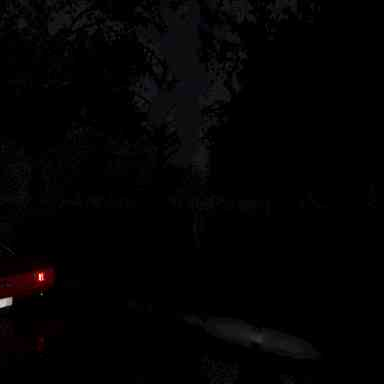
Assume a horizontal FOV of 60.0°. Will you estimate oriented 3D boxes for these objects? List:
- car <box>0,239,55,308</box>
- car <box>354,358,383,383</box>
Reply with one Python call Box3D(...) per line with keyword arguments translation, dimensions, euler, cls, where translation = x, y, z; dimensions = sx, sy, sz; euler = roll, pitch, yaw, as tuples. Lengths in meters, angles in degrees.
Box3D(translation=(-5.016, 1.611, 6.981), dimensions=(4.718, 1.301, 1.895), euler=(0, 0, 36), cls="car")
Box3D(translation=(3.139, 1.504, 1.139), dimensions=(4.892, 1.490, 1.837), euler=(0, 0, 35), cls="car")
